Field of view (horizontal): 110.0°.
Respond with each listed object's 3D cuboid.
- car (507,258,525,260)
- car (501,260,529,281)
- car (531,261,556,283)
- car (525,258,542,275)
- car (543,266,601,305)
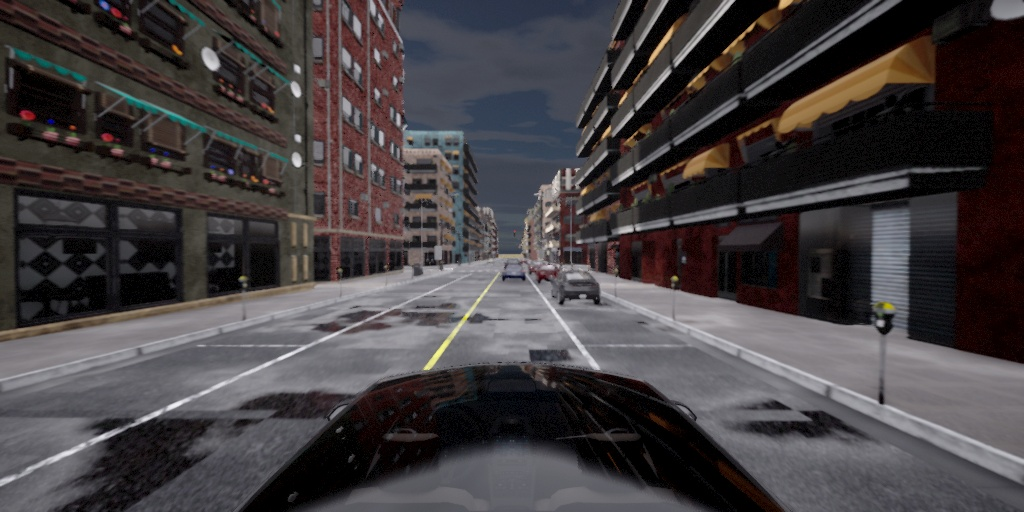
[{"bbox_3d":[0.118,1.076,40.052,2.097,1.767,4.553,0,0,0],"label":"car"},{"bbox_3d":[0.122,1.293,30.050,1.994,1.385,4.181,0,0,-1],"label":"car"},{"bbox_3d":[2.701,1.276,27.151,1.888,1.381,4.507,0,0,0],"label":"car"},{"bbox_3d":[2.705,1.164,38.520,1.967,1.591,4.097,0,0,0],"label":"car"},{"bbox_3d":[2.696,1.289,15.781,2.007,1.370,4.403,0,0,0],"label":"car"}]
